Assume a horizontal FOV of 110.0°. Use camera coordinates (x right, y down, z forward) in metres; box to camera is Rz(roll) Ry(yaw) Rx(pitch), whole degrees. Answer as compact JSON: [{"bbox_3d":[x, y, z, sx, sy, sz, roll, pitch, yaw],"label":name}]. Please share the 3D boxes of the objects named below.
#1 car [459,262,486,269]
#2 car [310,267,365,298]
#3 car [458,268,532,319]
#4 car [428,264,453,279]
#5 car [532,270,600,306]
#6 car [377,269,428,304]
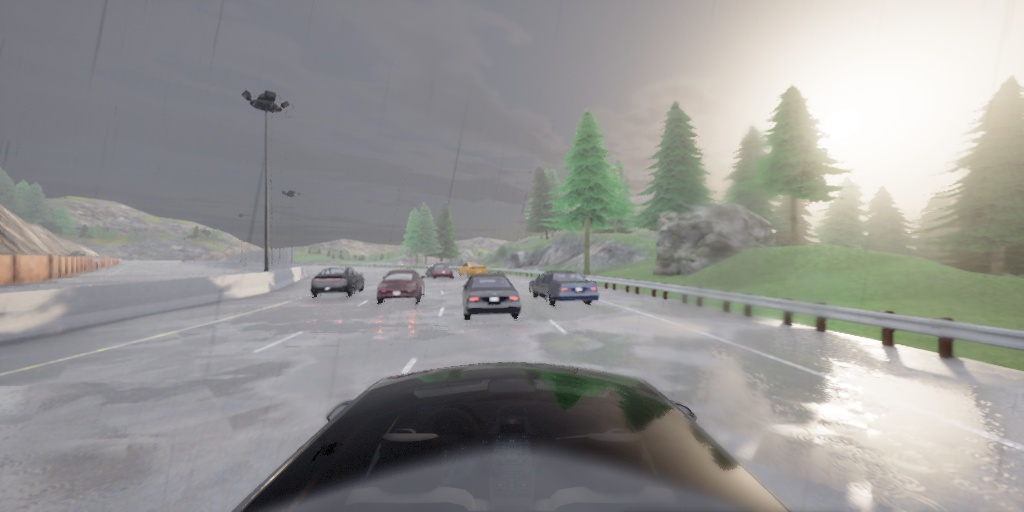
[{"bbox_3d":[-4.132,1.363,36.884,1.882,1.535,5.008,0,0,-23],"label":"car"},{"bbox_3d":[-9.236,1.348,19.315,2.128,1.511,4.902,0,0,-12],"label":"car"},{"bbox_3d":[-0.885,1.339,13.091,2.033,1.411,5.357,0,0,-8],"label":"car"},{"bbox_3d":[-7.104,1.459,34.991,1.994,1.385,4.181,0,0,-23],"label":"car"},{"bbox_3d":[2.146,1.332,16.141,2.033,1.411,5.357,0,0,-9],"label":"car"},{"bbox_3d":[-5.141,1.352,16.896,1.812,1.442,4.674,0,0,-11],"label":"car"}]
